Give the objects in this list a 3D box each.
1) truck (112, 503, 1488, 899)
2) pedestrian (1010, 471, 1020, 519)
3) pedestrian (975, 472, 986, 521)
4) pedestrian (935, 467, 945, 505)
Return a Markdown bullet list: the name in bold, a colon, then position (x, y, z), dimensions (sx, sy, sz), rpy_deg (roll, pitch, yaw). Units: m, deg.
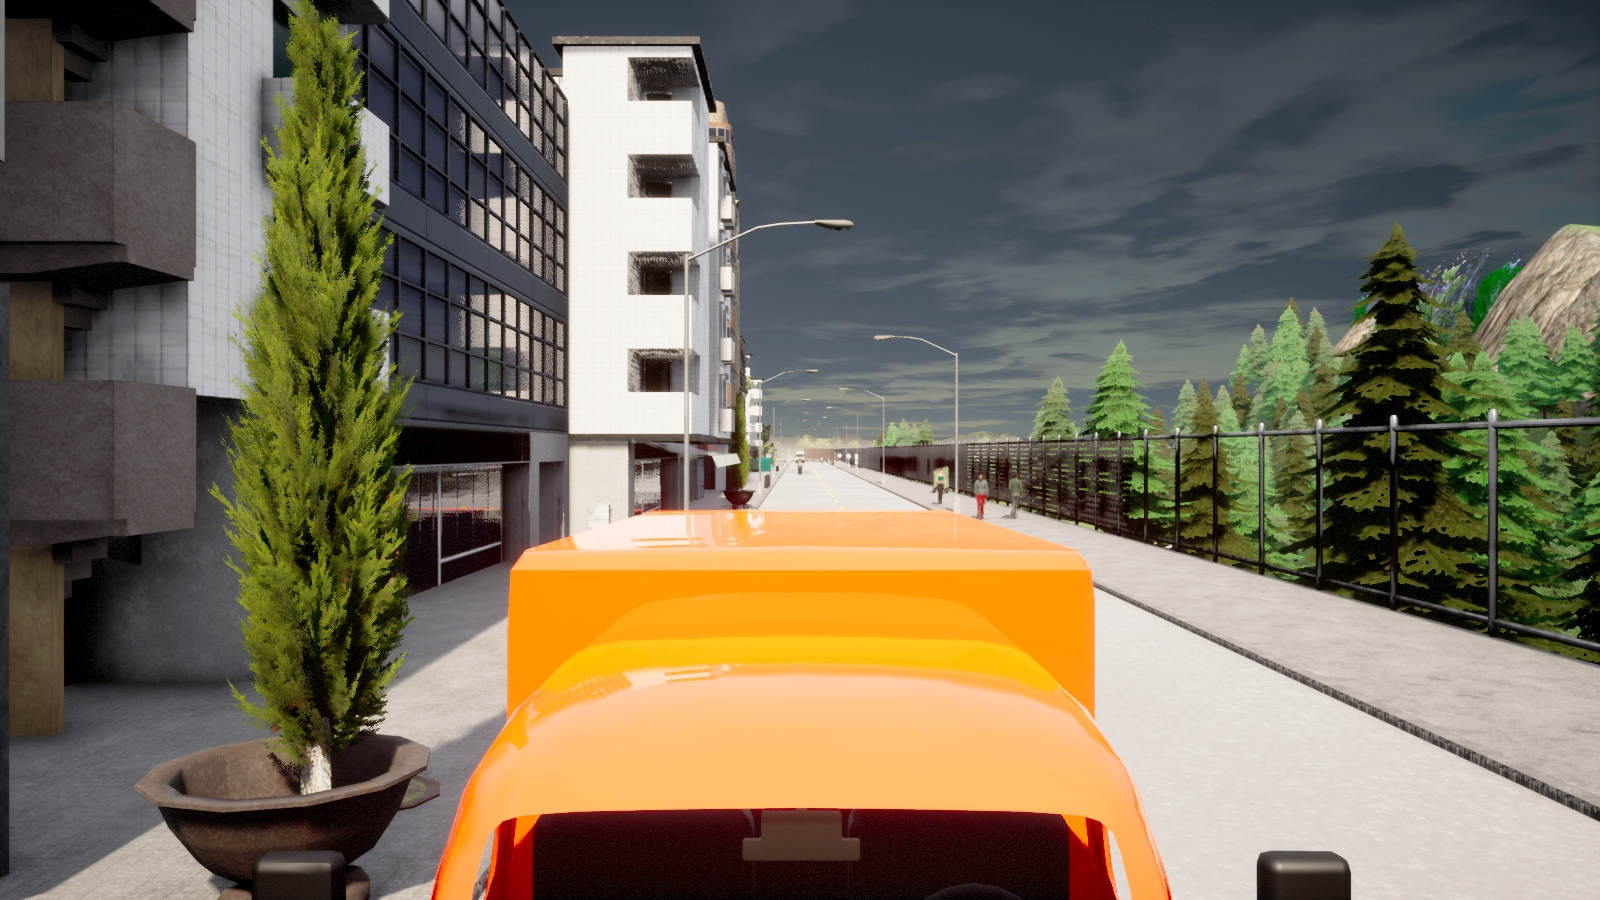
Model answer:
- **truck**: position (0.000, 1.571, 4.781), dimensions (2.627, 2.467, 5.204), rpy_deg (0, 0, 0)
- **pedestrian**: position (8.456, 1.762, 44.861), dimensions (0.375, 1.860, 0.375), rpy_deg (0, 0, 12)
- **pedestrian**: position (6.934, 1.762, 43.787), dimensions (0.375, 1.860, 0.375), rpy_deg (0, 0, 16)
- **pedestrian**: position (6.878, 1.767, 56.191), dimensions (0.375, 1.860, 0.375), rpy_deg (0, 0, -7)
